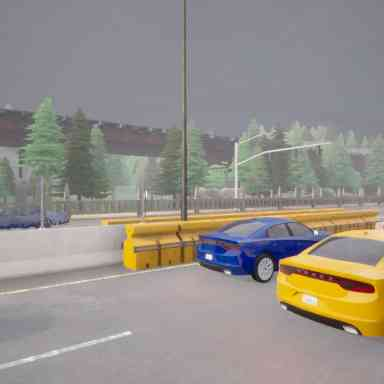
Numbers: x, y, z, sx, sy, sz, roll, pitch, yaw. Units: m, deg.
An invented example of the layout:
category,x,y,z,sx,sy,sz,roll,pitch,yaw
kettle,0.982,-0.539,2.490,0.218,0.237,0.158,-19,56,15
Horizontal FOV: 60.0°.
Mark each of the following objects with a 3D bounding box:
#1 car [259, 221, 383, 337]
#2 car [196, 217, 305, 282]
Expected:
category,x,y,z,sx,sy,sz,roll,pitch,yaw
car,3.799,1.478,6.464,5.008,1.535,1.882,0,0,-35
car,2.438,1.478,9.793,5.008,1.535,1.882,0,0,-36
